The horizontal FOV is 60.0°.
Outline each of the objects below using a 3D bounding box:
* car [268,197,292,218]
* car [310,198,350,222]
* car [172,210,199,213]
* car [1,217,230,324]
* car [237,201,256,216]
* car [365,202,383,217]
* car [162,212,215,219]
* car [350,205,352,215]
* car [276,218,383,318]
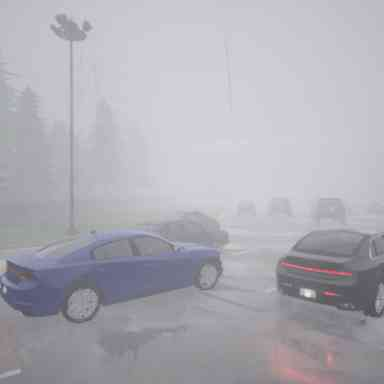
[{"bbox_3d":[9.343,1.591,35.434,2.150,2.045,5.566,-1,-1,10],"label":"car"},{"bbox_3d":[11.191,1.479,27.588,2.150,2.045,5.566,0,-1,14],"label":"car"},{"bbox_3d":[-0.150,1.772,19.255,1.812,1.442,4.674,0,-1,35],"label":"car"},{"bbox_3d":[-1.441,1.588,7.550,5.008,1.535,1.882,0,-1,-40],"label":"car"},{"bbox_3d":[6.473,1.795,39.418,2.097,1.767,4.553,-1,-1,11],"label":"car"},{"bbox_3d":[20.010,1.809,35.374,1.812,1.442,4.674,-1,-1,10],"label":"car"},{"bbox_3d":[-0.753,1.715,12.606,2.033,1.411,5.357,-1,-1,41],"label":"car"},{"bbox_3d":[16.993,1.701,38.661,2.097,1.767,4.553,-1,-1,11],"label":"car"},{"bbox_3d":[3.777,1.575,7.706,1.837,1.490,4.892,0,0,44],"label":"car"}]
